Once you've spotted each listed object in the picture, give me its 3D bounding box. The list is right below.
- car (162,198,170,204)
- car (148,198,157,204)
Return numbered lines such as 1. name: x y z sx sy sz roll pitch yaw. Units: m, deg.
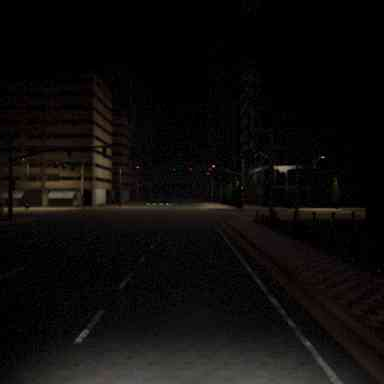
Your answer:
1. car: -7.036 2.436 89.315 1.882 1.535 5.008 0 -1 0
2. car: -10.536 2.436 89.313 1.882 1.535 5.008 0 -1 0
